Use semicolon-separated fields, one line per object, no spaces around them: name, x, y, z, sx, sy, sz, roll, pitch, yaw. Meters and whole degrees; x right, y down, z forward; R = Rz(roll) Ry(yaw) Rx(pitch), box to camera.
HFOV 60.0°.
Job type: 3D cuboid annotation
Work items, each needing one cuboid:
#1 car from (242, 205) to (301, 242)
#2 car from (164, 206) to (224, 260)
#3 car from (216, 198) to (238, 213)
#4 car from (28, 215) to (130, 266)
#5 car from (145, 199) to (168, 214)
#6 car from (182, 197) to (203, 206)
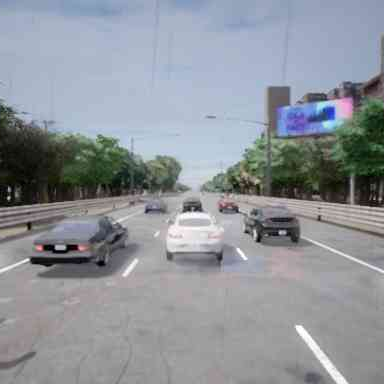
car;3.579;1.391;15.588;1.837;1.490;4.892;0;-1;0
car;0.084;1.441;12.026;1.812;1.442;4.674;0;0;0
car;3.555;1.290;33.521;1.812;1.442;4.674;0;0;0
car;-3.414;1.468;11.118;2.033;1.411;5.357;0;0;0
car;-3.444;1.332;32.665;1.994;1.385;4.181;0;0;0
car;0.057;1.270;32.636;1.837;1.490;4.892;0;-1;0
